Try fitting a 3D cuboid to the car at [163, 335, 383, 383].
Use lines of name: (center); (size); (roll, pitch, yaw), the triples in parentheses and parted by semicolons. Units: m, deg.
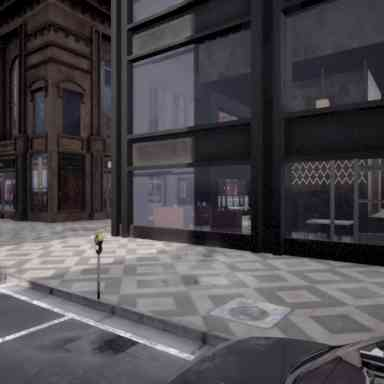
car: (1.685, 1.551, 1.761); (4.403, 1.369, 2.008); (0, 0, 36)
